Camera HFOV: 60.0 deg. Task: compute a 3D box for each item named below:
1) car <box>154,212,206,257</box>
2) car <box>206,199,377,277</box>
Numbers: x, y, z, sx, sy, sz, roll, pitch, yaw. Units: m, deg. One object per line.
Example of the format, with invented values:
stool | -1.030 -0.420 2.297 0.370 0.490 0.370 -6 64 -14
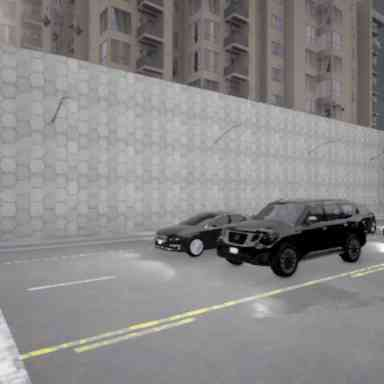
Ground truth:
car | 0.847 1.541 13.198 4.892 1.490 1.837 0 0 -36
car | 3.397 1.260 10.712 5.566 2.045 2.150 0 0 -35
